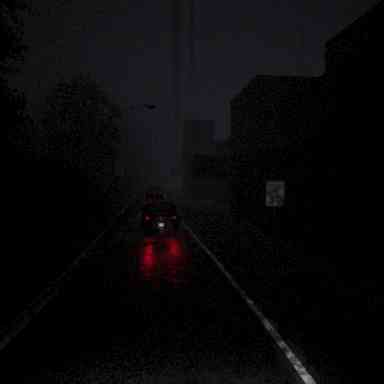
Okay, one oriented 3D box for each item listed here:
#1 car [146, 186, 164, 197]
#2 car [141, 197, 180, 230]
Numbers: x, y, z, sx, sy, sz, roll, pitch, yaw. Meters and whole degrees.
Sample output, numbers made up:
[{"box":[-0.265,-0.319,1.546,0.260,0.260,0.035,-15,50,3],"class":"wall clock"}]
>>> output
[{"box":[-4.616,-0.016,41.315,2.097,1.767,4.553,0,3,-7],"class":"car"},{"box":[-1.764,1.200,18.130,1.895,1.301,4.718,-1,2,-7],"class":"car"}]
